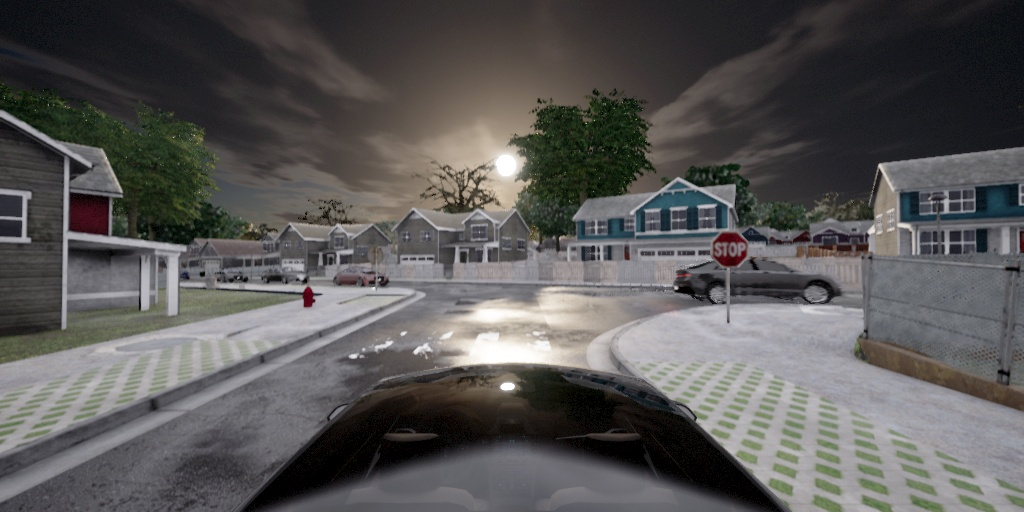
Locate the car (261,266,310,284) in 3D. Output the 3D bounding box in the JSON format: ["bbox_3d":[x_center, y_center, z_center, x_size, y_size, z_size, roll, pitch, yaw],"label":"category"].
[{"bbox_3d":[-19.005,1.612,30.033,4.902,1.511,2.128,-2,-2,30],"label":"car"}]

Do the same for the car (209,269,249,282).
[{"bbox_3d":[-27.703,1.935,35.049,4.181,1.385,1.994,-2,-2,30],"label":"car"}]

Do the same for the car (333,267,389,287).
[{"bbox_3d":[-10.466,1.439,24.851,4.181,1.385,1.994,-2,-2,32],"label":"car"}]

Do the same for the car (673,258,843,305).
[{"bbox_3d":[8.194,0.837,12.263,4.892,1.490,1.837,-1,-5,9],"label":"car"}]

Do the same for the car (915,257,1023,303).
[{"bbox_3d":[15.707,0.725,10.746,4.892,1.490,1.837,-2,-2,35],"label":"car"}]
